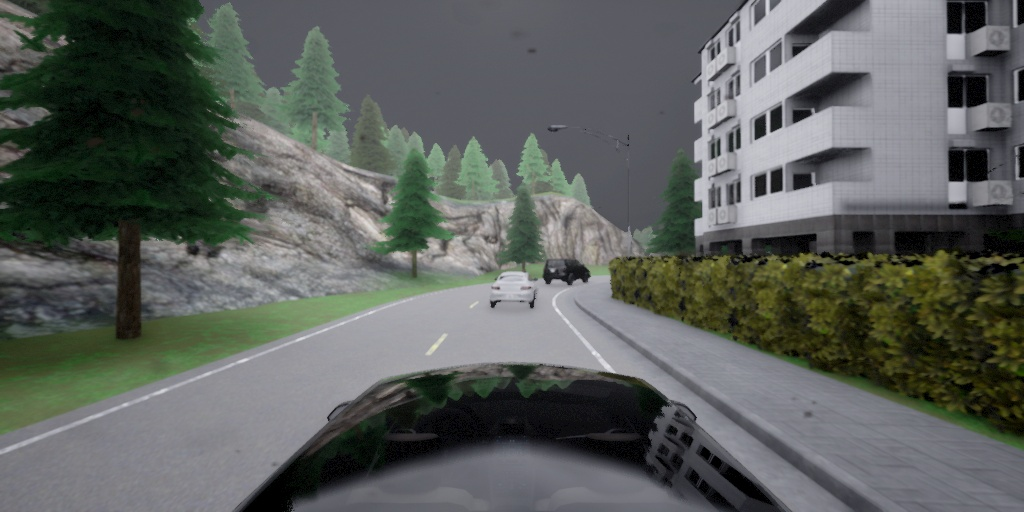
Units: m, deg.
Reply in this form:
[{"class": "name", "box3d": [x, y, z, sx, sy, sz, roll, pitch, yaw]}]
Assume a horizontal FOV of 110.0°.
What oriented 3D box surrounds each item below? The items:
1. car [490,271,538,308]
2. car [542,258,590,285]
[{"class": "car", "box3d": [0.160, 1.408, 16.081, 1.812, 1.442, 4.674, 0, 0, 6]}, {"class": "car", "box3d": [4.460, 1.218, 29.050, 2.150, 2.045, 5.566, 0, -1, 32]}]
